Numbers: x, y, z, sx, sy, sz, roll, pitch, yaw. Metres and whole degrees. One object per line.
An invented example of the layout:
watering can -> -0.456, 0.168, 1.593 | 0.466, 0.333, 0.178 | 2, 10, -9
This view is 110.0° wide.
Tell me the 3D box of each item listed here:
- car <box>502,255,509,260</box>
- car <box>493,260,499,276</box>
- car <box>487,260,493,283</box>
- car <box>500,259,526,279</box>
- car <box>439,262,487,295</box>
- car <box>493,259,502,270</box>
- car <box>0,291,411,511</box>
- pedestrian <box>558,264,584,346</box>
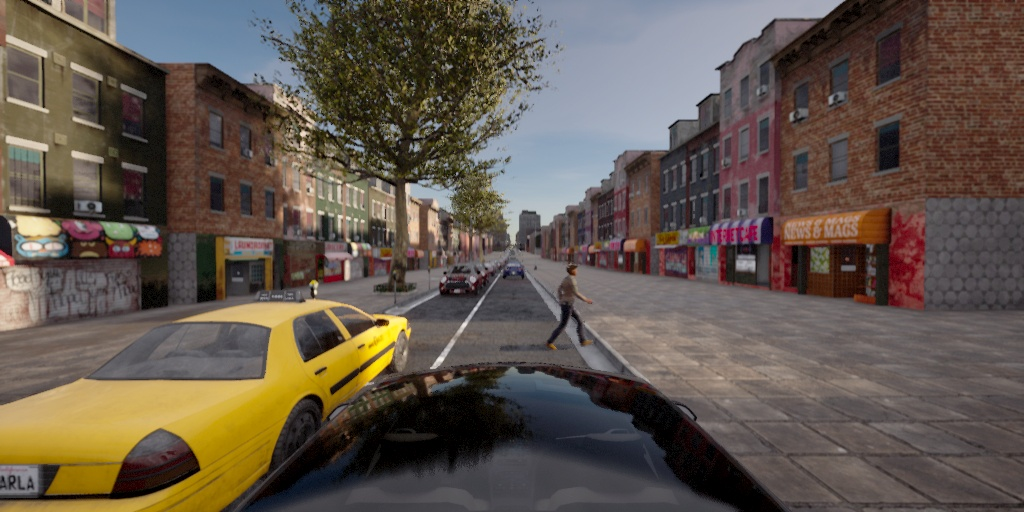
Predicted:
car -> 0.169, 1.121, 47.031 | 2.097, 1.767, 4.553 | 0, 0, 0
car -> -2.569, 1.320, 35.694 | 1.802, 1.307, 4.207 | 0, 0, 0
car -> -2.592, 1.153, 24.633 | 1.967, 1.591, 4.097 | 0, 0, 0
car -> 0.159, 1.255, 32.696 | 1.812, 1.442, 4.674 | 0, 0, 1
car -> -2.604, 1.151, 19.102 | 1.967, 1.591, 4.097 | 0, 0, 0
car -> -2.558, 1.304, 41.228 | 2.007, 1.370, 4.403 | 0, 0, 0
car -> -2.746, 1.195, 4.532 | 1.801, 1.575, 5.366 | 0, 0, 0
pedestrian -> 1.229, 1.023, 7.508 | 0.375, 1.860, 0.375 | 1, 1, 0
